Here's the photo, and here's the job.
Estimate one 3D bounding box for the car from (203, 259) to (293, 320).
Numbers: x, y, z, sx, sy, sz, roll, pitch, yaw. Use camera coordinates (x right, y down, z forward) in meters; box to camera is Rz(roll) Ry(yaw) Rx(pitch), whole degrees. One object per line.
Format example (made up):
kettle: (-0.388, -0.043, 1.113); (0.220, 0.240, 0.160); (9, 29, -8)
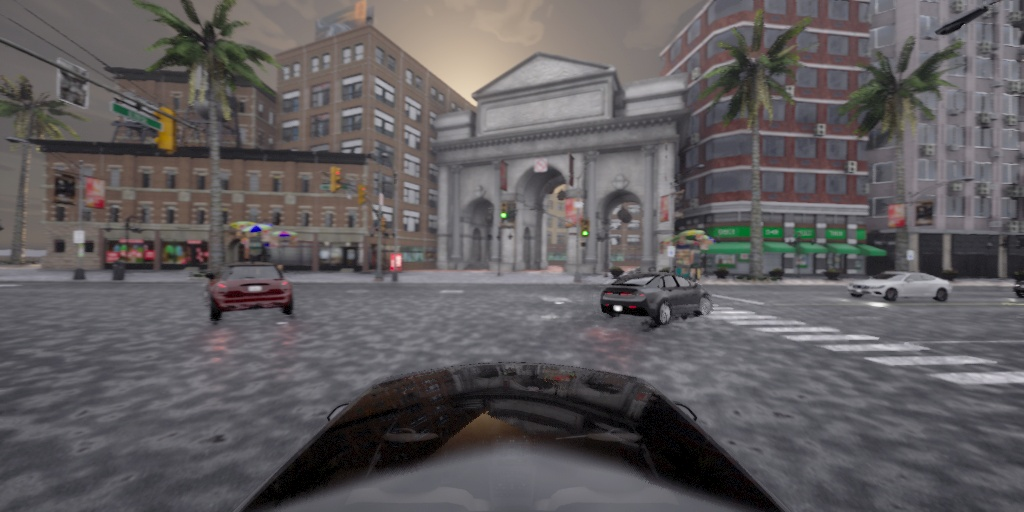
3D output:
car: (-9.144, 0.980, 12.368); (2.097, 1.767, 4.553); (0, 0, -42)

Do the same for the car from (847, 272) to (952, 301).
car: (20.306, 1.547, 18.827); (4.674, 1.442, 1.812); (1, 0, -6)

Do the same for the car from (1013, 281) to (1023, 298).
car: (30.708, 1.651, 19.790); (4.902, 1.511, 2.128); (1, 0, -5)

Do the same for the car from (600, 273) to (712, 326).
car: (4.988, 1.322, 12.172); (4.892, 1.490, 1.837); (1, -2, -40)
